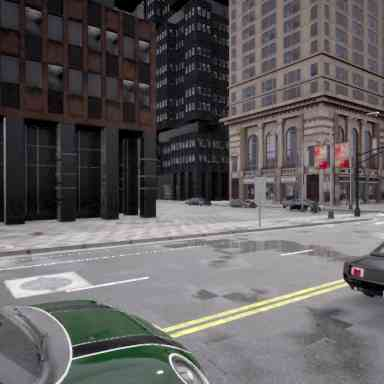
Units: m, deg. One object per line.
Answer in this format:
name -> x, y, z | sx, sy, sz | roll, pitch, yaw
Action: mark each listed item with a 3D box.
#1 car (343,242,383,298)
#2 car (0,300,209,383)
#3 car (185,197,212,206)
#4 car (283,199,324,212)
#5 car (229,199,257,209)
car -> 5.441, 1.601, 7.322 | 4.718, 1.301, 1.895 | 0, 0, -35
car -> -1.997, 1.352, 2.014 | 4.553, 1.767, 2.097 | 0, 0, -35
car -> 0.986, 1.597, 54.809 | 2.033, 1.411, 5.357 | 0, 0, -36
car -> 12.717, 1.517, 38.213 | 2.128, 1.511, 4.902 | 0, 0, -35
car -> 7.050, 1.601, 46.215 | 1.994, 1.385, 4.181 | 0, 0, -36
